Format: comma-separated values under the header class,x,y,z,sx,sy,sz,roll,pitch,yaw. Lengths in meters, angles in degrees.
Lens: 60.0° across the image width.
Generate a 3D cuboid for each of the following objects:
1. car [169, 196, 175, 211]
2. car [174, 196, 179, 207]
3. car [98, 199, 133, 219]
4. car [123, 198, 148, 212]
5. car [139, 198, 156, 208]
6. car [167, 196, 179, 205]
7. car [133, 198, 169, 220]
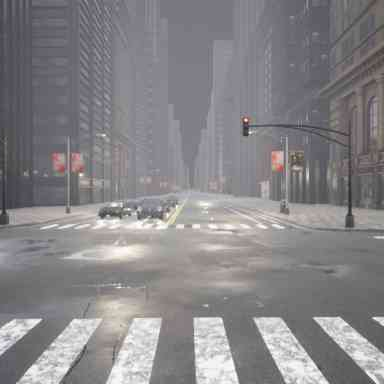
class,x,y,z,sx,sy,sz,roll,pitch,yaw
car,-3.336,1.523,37.565,2.033,1.411,5.357,0,0,0
car,-3.339,1.529,47.464,1.994,1.385,4.181,0,0,0
car,-6.563,1.531,29.348,2.033,1.411,5.357,0,0,4
car,-6.584,1.521,39.446,2.033,1.411,5.357,0,0,0
car,-6.585,1.563,49.532,1.895,1.301,4.718,0,0,0
car,-3.297,1.454,57.838,1.837,1.490,4.892,0,0,0
car,-3.338,1.336,28.091,2.097,1.767,4.553,0,0,0
